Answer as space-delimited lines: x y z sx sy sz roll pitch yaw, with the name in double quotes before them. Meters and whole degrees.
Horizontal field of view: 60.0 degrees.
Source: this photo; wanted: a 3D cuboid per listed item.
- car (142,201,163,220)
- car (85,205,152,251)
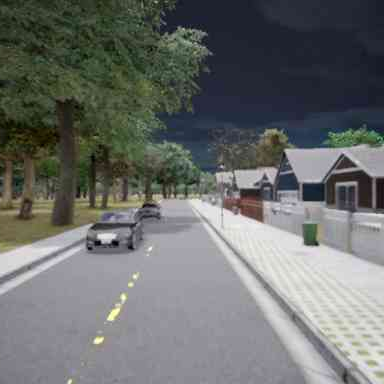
"car" -3.599 1.610 29.207 1.837 1.490 4.892 0 -1 -2
"car" -3.174 1.544 14.476 2.128 1.511 4.902 0 0 -2
